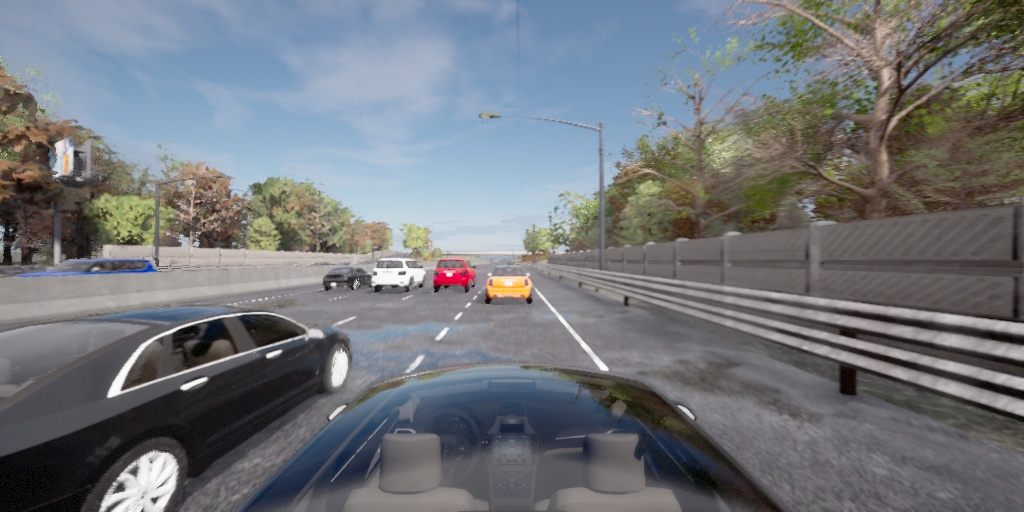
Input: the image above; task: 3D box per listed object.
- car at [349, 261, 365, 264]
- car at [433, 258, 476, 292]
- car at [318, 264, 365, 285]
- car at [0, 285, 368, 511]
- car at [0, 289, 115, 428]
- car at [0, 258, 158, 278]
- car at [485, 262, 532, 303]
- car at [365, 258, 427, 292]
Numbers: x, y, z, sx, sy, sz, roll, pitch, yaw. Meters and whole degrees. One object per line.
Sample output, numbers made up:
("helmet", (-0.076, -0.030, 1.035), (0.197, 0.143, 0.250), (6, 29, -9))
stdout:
("car", (-24.973, 1.692, 60.436), (2.097, 1.767, 4.553), (0, -1, 0))
("car", (-3.597, 1.169, 23.137), (2.150, 2.045, 5.566), (0, -1, 0))
("car", (-10.601, 1.460, 23.680), (1.837, 1.490, 4.892), (0, -1, 0))
("car", (-3.460, 1.276, 3.860), (1.837, 1.490, 4.892), (0, -1, 0))
("car", (-6.952, 1.241, 2.927), (1.882, 1.535, 5.008), (0, -1, 0))
("car", (-21.259, 1.132, 18.170), (2.150, 2.045, 5.566), (0, -1, 0))
("car", (-0.160, 1.249, 17.880), (2.097, 1.767, 4.553), (0, -1, 0))
("car", (-7.098, 1.169, 23.051), (2.150, 2.045, 5.566), (0, -1, 0))
